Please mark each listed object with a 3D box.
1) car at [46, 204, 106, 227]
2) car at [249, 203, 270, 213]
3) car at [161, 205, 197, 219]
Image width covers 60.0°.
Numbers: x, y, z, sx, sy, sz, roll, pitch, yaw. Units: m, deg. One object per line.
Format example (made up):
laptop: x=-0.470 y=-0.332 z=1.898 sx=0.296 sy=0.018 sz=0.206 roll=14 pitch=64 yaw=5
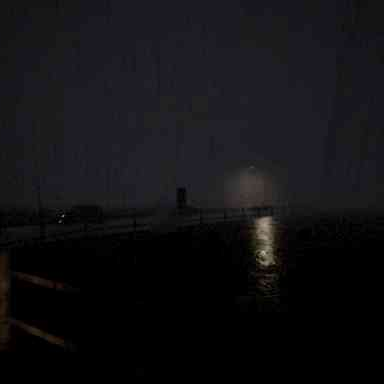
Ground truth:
car: x=-9.118 y=1.762 z=26.417 sx=2.097 sy=1.767 sz=4.553 roll=0 pitch=-1 yaw=35
car: x=11.187 y=2.569 z=54.801 sx=1.882 sy=1.535 sz=5.008 roll=0 pitch=-2 yaw=36
car: x=-1.368 y=2.145 z=37.318 sx=1.882 sy=1.535 sz=5.008 roll=0 pitch=-1 yaw=35
